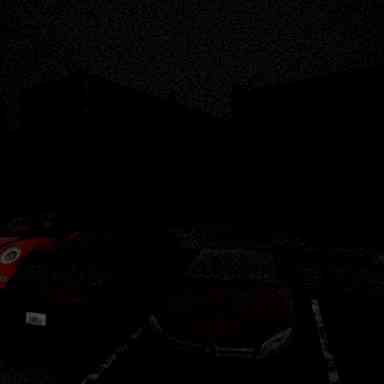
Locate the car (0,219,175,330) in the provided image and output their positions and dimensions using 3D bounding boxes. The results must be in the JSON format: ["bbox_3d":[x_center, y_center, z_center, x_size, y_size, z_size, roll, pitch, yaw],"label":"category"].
[{"bbox_3d":[-1.674,1.515,7.258,2.163,1.488,4.792,1,-1,16],"label":"car"}]

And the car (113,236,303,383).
[{"bbox_3d":[0.775,1.526,5.539,2.002,1.452,4.674,1,-1,16],"label":"car"}]

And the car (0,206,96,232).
[{"bbox_3d":[-4.093,1.362,9.067,2.185,1.767,4.553,1,-1,16],"label":"car"}]
